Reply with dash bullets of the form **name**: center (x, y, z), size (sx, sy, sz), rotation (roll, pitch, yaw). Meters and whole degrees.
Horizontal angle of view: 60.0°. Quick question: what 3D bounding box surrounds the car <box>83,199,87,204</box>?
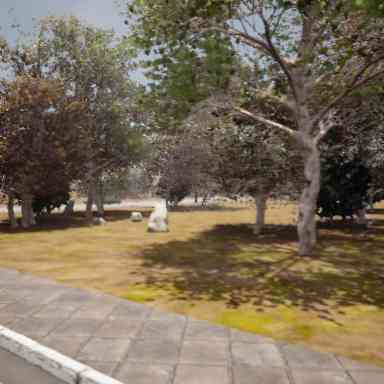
- **car**: center (-18.305, 1.629, 62.365), size (1.994, 1.385, 4.181), rotation (0, 0, 37)

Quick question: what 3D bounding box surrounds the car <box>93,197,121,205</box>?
- **car**: center (-15.421, 1.603, 60.402), size (2.033, 1.411, 5.357), rotation (0, 0, 37)
